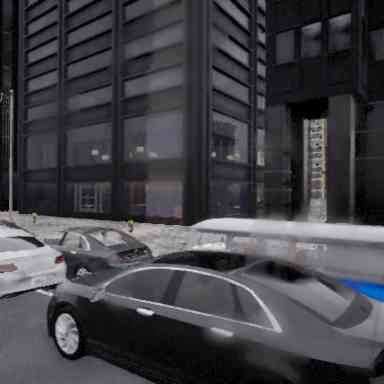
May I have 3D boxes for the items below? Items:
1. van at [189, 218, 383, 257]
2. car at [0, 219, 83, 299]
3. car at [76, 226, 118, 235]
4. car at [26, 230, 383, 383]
[{"bbox_3d":[1.569,1.386,5.530,3.998,1.788,1.690,0,0,36],"label":"van"},{"bbox_3d":[-4.845,1.557,7.852,4.674,1.442,1.812,0,0,36],"label":"car"},{"bbox_3d":[-2.981,1.596,8.857,4.403,1.369,2.008,0,0,36],"label":"car"},{"bbox_3d":[0.026,1.537,4.352,4.892,1.490,1.837,0,0,36],"label":"car"}]
